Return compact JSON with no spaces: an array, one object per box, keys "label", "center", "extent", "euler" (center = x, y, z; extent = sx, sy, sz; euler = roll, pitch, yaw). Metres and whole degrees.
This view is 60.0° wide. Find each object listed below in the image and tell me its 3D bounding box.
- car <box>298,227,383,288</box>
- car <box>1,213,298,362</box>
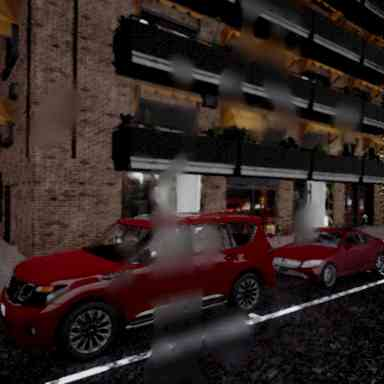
[{"label":"car","center":[3.970,1.677,9.451],"extent":[4.206,1.307,1.802],"euler":[1,0,-36]},{"label":"car","center":[-0.593,1.355,6.147],"extent":[5.009,1.841,2.192],"euler":[1,0,-36]}]
